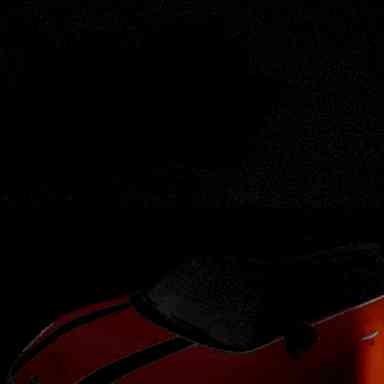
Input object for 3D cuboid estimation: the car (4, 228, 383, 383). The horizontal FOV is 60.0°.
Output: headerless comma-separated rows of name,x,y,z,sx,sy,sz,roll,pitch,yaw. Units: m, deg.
car,0.578,1.353,3.485,4.553,1.767,2.097,0,0,-35
